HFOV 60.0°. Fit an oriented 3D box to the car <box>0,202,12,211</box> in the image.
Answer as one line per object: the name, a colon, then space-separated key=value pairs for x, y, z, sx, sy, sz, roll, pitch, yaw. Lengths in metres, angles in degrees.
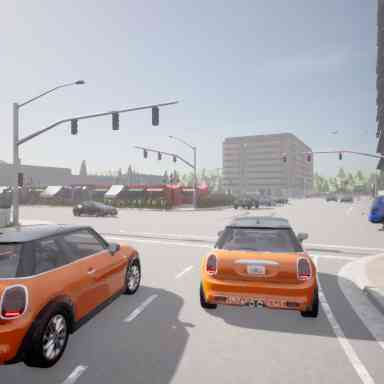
car: x=-22.927 y=1.656 z=38.239 sx=4.718 sy=1.301 sz=1.895 roll=0 pitch=0 yaw=28

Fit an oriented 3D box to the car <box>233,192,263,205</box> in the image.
car: x=7.349 y=1.221 z=44.516 sx=2.150 sy=2.045 sz=5.566 roll=0 pitch=0 yaw=27

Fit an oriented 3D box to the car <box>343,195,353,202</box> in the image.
car: x=36.526 y=1.500 z=77.823 sx=1.837 sy=1.490 sz=4.892 roll=0 pitch=0 yaw=27

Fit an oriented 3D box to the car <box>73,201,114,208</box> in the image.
car: x=-9.082 y=1.581 z=30.941 sx=4.674 sy=1.442 sz=1.812 roll=0 pitch=0 yaw=28

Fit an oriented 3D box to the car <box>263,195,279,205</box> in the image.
car: x=11.940 y=1.352 z=53.366 sx=2.097 sy=1.767 sz=4.553 roll=0 pitch=0 yaw=27

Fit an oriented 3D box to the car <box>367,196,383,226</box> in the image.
car: x=13.255 y=1.264 z=19.173 sx=5.566 sy=2.045 sz=2.150 roll=1 pitch=0 yaw=28

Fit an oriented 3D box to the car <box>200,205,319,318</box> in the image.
car: x=1.603 y=1.352 z=7.770 sx=2.097 sy=1.767 sz=4.553 roll=0 pitch=0 yaw=14

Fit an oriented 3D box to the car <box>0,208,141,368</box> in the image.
car: x=-2.509 y=1.352 z=6.052 sx=2.097 sy=1.767 sz=4.553 roll=0 pitch=0 yaw=9

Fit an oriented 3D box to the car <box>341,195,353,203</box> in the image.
car: x=31.954 y=1.595 z=68.991 sx=1.895 sy=1.301 sz=4.718 roll=0 pitch=0 yaw=27

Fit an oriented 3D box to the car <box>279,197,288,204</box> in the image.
car: x=16.565 y=1.601 z=62.209 sx=1.895 sy=1.301 sz=4.718 roll=0 pitch=0 yaw=28

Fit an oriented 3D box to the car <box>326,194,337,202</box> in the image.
car: x=33.386 y=1.355 z=79.371 sx=2.097 sy=1.767 sz=4.553 roll=0 pitch=0 yaw=27
